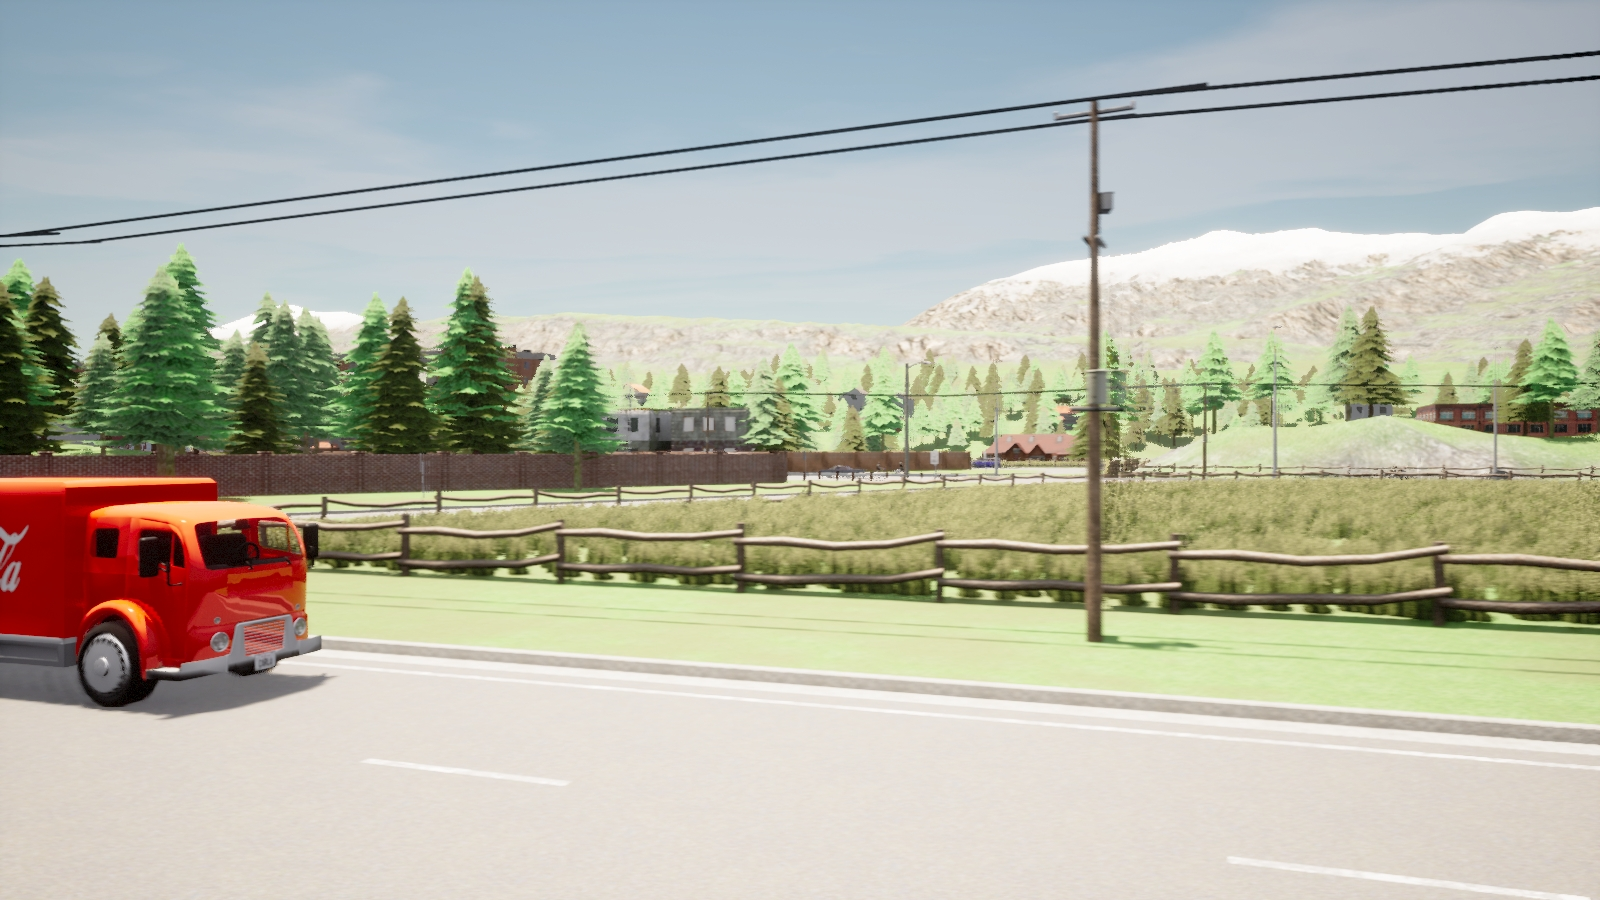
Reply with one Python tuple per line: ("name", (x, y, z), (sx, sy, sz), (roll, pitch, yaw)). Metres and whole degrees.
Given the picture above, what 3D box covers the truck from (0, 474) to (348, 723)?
("truck", (-8.506, 1.568, 13.845), (5.204, 2.467, 2.627), (0, 0, 20))
